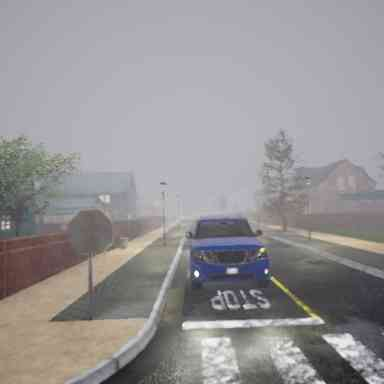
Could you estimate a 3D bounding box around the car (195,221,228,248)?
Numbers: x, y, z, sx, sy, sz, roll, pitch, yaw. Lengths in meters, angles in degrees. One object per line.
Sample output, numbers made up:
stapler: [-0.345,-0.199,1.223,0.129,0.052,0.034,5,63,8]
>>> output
car: [1.202,2.768,22.341,1.994,1.385,4.181,-2,-3,0]

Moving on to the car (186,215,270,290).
car: [1.038,1.823,11.247,2.150,2.045,5.566,-2,-3,0]

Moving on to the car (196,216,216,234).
car: [1.339,3.328,34.078,1.882,1.535,5.008,-2,-3,1]
